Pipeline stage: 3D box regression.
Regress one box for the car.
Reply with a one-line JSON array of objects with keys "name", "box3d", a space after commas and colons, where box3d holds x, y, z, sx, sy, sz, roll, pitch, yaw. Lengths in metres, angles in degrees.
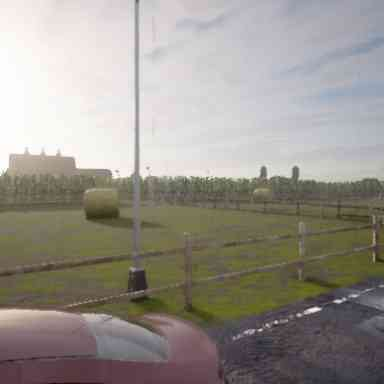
[{"name": "car", "box3d": [-1.805, 1.528, 1.738, 4.674, 1.442, 1.812, 0, 0, -35]}]
